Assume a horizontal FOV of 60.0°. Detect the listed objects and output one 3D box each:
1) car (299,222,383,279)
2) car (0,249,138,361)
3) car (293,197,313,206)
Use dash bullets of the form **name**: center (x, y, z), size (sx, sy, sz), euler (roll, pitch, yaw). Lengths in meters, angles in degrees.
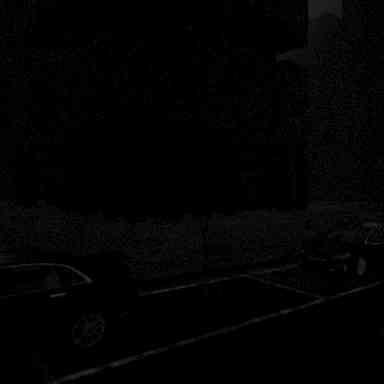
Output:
- **car**: center (5.128, 1.645, 10.300), size (4.403, 1.369, 2.008), euler (1, 0, -35)
- **car**: center (-2.911, 1.552, 4.570), size (4.403, 1.369, 2.008), euler (1, 0, -35)
- **car**: center (15.879, 1.428, 50.361), size (1.895, 1.301, 4.718), euler (1, 1, -35)
